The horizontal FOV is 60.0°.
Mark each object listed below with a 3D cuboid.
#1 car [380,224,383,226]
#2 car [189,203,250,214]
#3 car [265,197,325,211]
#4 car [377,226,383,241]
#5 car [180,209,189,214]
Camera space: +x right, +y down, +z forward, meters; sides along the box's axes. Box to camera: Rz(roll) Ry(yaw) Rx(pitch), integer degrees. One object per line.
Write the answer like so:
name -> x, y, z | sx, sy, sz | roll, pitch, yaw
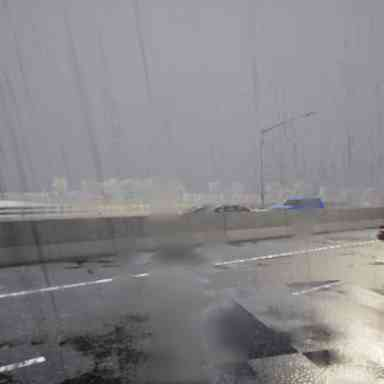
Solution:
car -> 10.549, 1.693, 15.125 | 5.357, 1.411, 2.033 | 0, -1, -34
car -> 2.535, 1.709, 26.830 | 4.892, 1.490, 1.837 | 0, -1, -34
car -> 8.243, 1.444, 26.461 | 5.566, 2.045, 2.150 | 0, -1, -34
car -> 6.560, 1.606, 8.173 | 4.674, 1.442, 1.812 | 0, 0, -34
car -> 0.986, 1.786, 30.005 | 4.181, 1.385, 1.994 | 1, -1, -34
